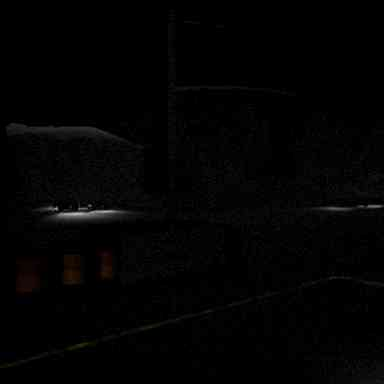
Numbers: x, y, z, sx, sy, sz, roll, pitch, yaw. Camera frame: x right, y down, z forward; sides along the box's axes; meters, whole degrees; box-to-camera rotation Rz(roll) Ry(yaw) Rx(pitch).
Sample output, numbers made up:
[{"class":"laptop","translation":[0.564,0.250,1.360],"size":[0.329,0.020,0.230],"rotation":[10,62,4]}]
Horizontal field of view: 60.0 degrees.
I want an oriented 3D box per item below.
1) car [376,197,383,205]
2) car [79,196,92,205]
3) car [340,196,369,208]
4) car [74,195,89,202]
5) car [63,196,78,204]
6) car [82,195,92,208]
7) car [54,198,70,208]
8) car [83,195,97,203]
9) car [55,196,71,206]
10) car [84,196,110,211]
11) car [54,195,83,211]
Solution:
[{"class":"car","translation":[30.211,1.345,51.127],"size":[4.718,1.301,1.895],"rotation":[-1,0,-35]},{"class":"car","translation":[-18.531,1.491,57.671],"size":[2.033,1.411,5.357],"rotation":[0,0,-18]},{"class":"car","translation":[22.288,1.298,45.562],"size":[5.008,1.535,1.882],"rotation":[-1,0,-35]},{"class":"car","translation":[-25.185,1.450,76.160],"size":[2.033,1.411,5.357],"rotation":[0,0,-3]},{"class":"car","translation":[-24.030,1.483,65.882],"size":[2.033,1.411,5.357],"rotation":[0,0,-11]},{"class":"car","translation":[-15.248,1.477,48.670],"size":[1.812,1.442,4.674],"rotation":[0,0,-22]},{"class":"car","translation":[-18.582,1.526,47.600],"size":[1.994,1.385,4.181],"rotation":[0,0,-21]},{"class":"car","translation":[-20.792,1.457,67.824],"size":[2.128,1.511,4.902],"rotation":[0,0,-11]},{"class":"car","translation":[-21.601,1.446,55.838],"size":[2.128,1.511,4.902],"rotation":[0,0,-18]},{"class":"car","translation":[-11.465,1.520,40.801],"size":[1.994,1.385,4.181],"rotation":[0,0,-29]},{"class":"car","translation":[-14.770,1.458,39.543],"size":[2.128,1.511,4.902],"rotation":[0,0,-28]}]
